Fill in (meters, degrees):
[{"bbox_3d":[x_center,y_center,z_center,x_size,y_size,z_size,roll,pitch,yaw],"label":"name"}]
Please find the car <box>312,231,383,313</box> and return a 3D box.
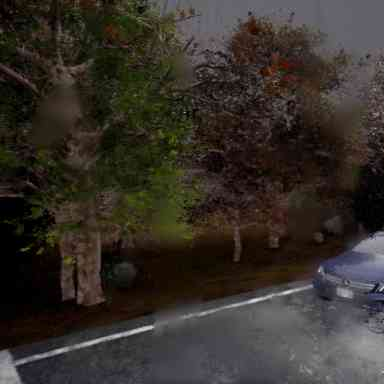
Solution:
[{"bbox_3d":[4.626,1.593,7.276,4.674,1.442,1.812,2,-1,-35],"label":"car"}]
